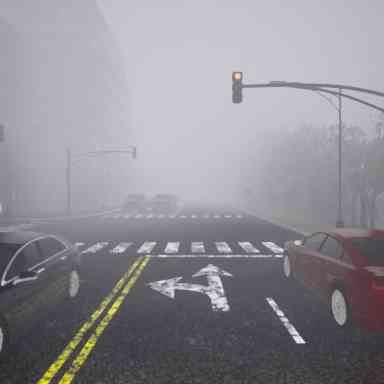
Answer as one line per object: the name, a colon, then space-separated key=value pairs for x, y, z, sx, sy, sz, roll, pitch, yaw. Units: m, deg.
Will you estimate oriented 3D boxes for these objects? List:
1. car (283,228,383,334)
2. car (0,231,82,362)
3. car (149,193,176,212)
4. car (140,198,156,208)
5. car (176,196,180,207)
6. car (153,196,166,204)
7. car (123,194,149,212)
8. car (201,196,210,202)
car: x=3.349 y=1.477 z=6.908 sx=1.882 sy=1.535 sz=5.008 roll=0 pitch=0 yaw=0
car: x=-3.351 y=1.504 z=5.530 sx=1.837 sy=1.490 sz=4.892 roll=0 pitch=0 yaw=0
car: x=-3.355 y=1.227 z=39.047 sx=2.150 sy=2.045 sz=5.566 roll=0 pitch=0 yaw=-1
car: x=-6.602 y=1.612 z=50.310 sx=1.895 sy=1.301 sz=4.718 roll=0 pitch=0 yaw=0
car: x=-3.353 y=1.233 z=49.951 sx=2.150 sy=2.045 sz=5.566 roll=0 pitch=0 yaw=0
car: x=-6.525 y=1.571 z=67.933 sx=2.033 sy=1.411 sz=5.357 roll=0 pitch=0 yaw=0
car: x=-6.603 y=1.227 z=39.177 sx=2.150 sy=2.045 sz=5.566 roll=0 pitch=0 yaw=0
car: x=3.242 y=1.557 z=78.613 sx=1.812 sy=1.442 sz=4.674 roll=0 pitch=0 yaw=0
